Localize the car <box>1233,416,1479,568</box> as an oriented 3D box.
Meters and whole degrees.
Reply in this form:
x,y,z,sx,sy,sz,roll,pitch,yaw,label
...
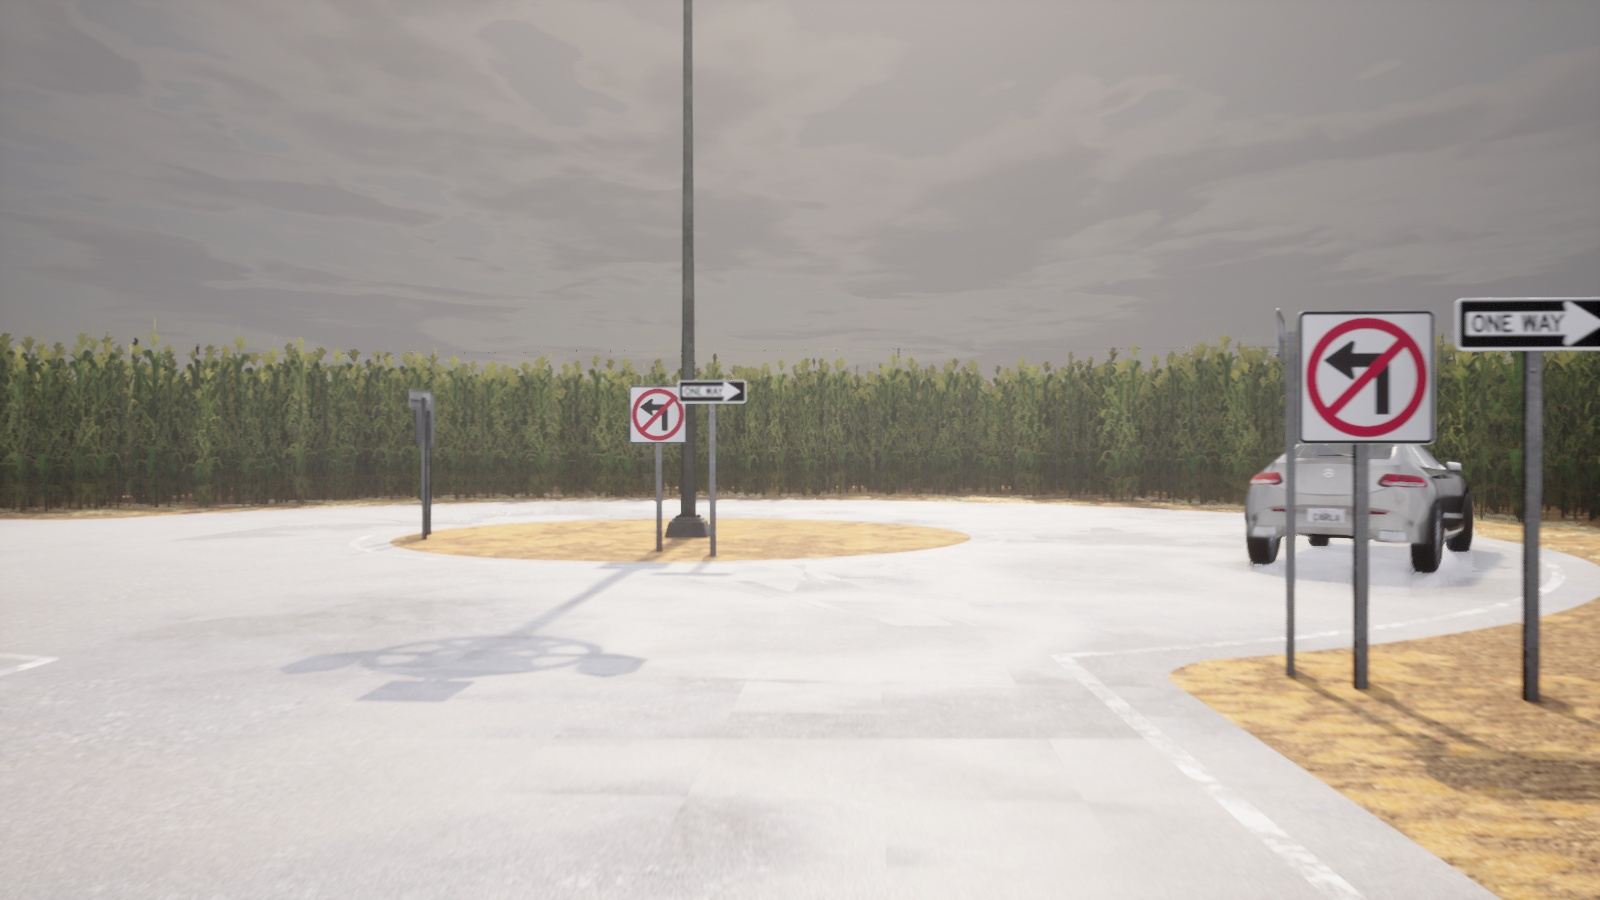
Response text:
x,y,z,sx,sy,sz,roll,pitch,yaw,label
7.365,0.439,16.302,2.152,1.651,5.027,0,0,33,car
